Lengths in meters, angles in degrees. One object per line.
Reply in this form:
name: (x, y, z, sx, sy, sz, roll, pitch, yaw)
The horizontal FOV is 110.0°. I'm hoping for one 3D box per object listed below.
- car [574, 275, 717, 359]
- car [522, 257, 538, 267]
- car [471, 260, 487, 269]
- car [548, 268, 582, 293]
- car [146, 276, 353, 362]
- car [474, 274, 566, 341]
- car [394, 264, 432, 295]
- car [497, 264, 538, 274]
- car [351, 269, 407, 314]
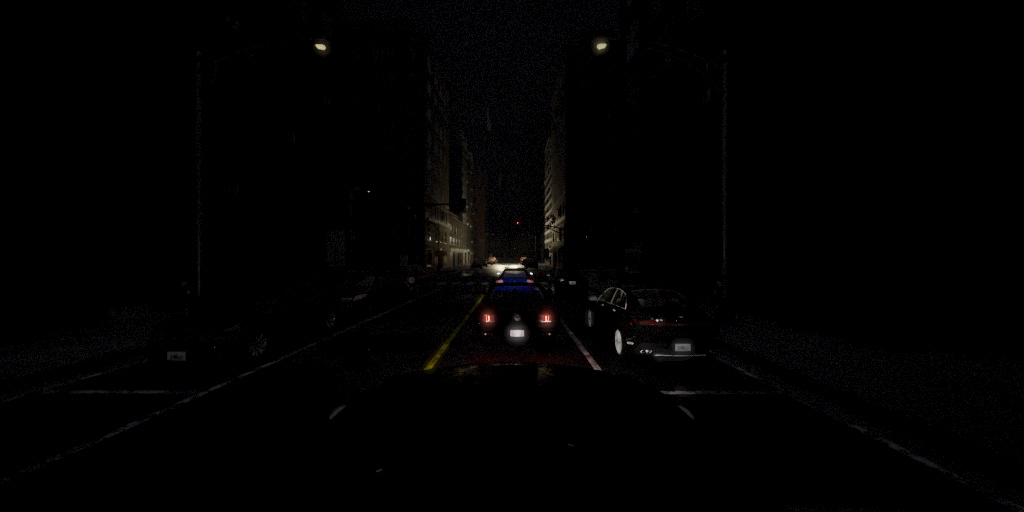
car: (2.876, 1.300, 8.198, 2.007, 1.370, 4.403, 0, 0, 0)
car: (3.063, 1.225, 56.289, 1.967, 1.591, 4.097, 0, 0, 0)
car: (-5.462, 1.368, 56.329, 1.802, 1.307, 4.207, 0, 0, 0)
car: (2.911, 1.316, 19.200, 1.948, 1.339, 4.313, 0, 0, 0)
car: (-5.649, 1.316, 8.225, 1.948, 1.339, 4.313, 0, 0, 0)
car: (0.120, 1.351, 9.823, 1.895, 1.301, 4.718, 0, 0, 0)
car: (-5.614, 1.190, 19.227, 1.967, 1.591, 4.097, 0, 0, 0)
car: (0.149, 1.315, 18.582, 1.994, 1.385, 4.181, 0, 0, 1)
car: (-5.632, 1.332, 13.726, 1.802, 1.307, 4.207, 0, 0, 0)
